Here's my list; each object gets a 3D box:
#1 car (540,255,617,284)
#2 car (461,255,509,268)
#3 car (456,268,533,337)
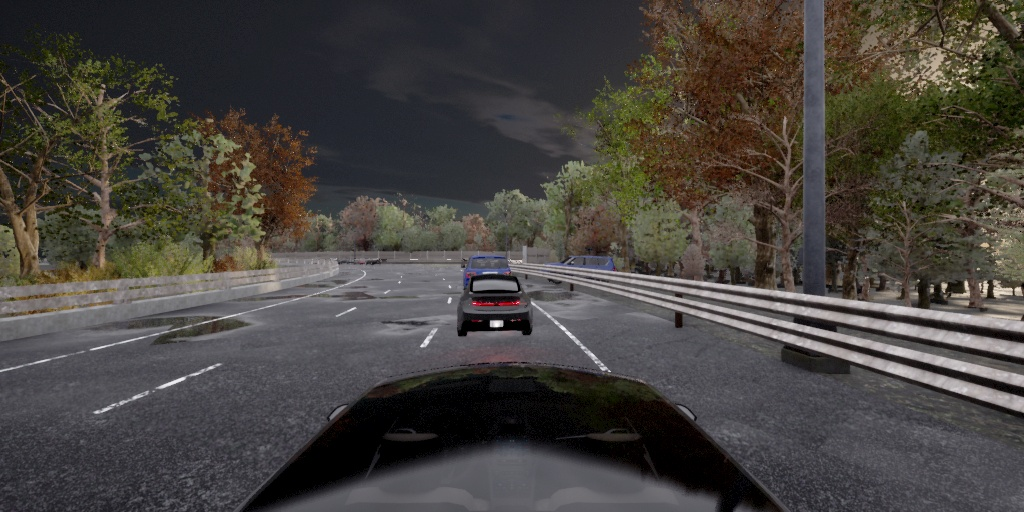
[{"bbox_3d":[4.838,0.962,26.147,5.566,2.045,2.150,3,1,-8],"label":"car"},{"bbox_3d":[-1.318,0.971,17.838,2.150,2.045,5.566,0,0,-9],"label":"car"},{"bbox_3d":[-0.552,1.255,10.360,1.837,1.490,4.892,0,0,-5],"label":"car"}]
